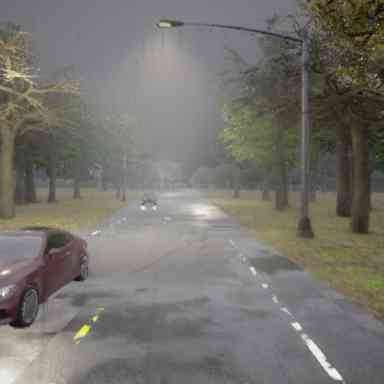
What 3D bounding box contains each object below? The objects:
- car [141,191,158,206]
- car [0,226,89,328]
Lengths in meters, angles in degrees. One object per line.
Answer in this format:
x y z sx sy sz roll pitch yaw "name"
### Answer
-6.308 0.950 49.473 2.150 2.045 5.566 0 1 -6 "car"
-3.607 1.524 7.110 1.812 1.442 4.674 0 0 0 "car"
